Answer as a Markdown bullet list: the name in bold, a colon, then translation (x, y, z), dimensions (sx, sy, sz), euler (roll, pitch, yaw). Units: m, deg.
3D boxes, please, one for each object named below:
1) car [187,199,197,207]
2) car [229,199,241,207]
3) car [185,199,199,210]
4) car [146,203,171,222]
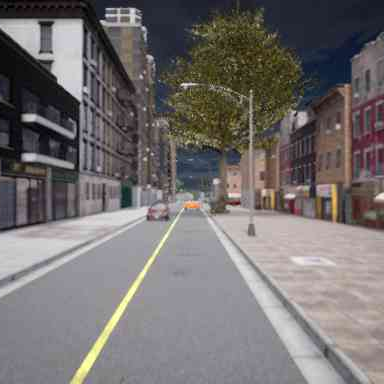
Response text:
- **car**: translation (0.013, 2.206, 66.526), dimensions (1.837, 1.490, 4.892), euler (0, -1, 1)
- **car**: translation (10.798, 2.466, 74.822), dimensions (5.009, 1.841, 2.192), euler (1, -2, 0)
- **car**: translation (-0.007, 1.789, 49.385), dimensions (2.097, 1.767, 4.553), euler (0, -1, 0)
- **car**: translation (-2.843, 1.729, 28.989), dimensions (1.812, 1.442, 4.674), euler (0, 0, 0)
